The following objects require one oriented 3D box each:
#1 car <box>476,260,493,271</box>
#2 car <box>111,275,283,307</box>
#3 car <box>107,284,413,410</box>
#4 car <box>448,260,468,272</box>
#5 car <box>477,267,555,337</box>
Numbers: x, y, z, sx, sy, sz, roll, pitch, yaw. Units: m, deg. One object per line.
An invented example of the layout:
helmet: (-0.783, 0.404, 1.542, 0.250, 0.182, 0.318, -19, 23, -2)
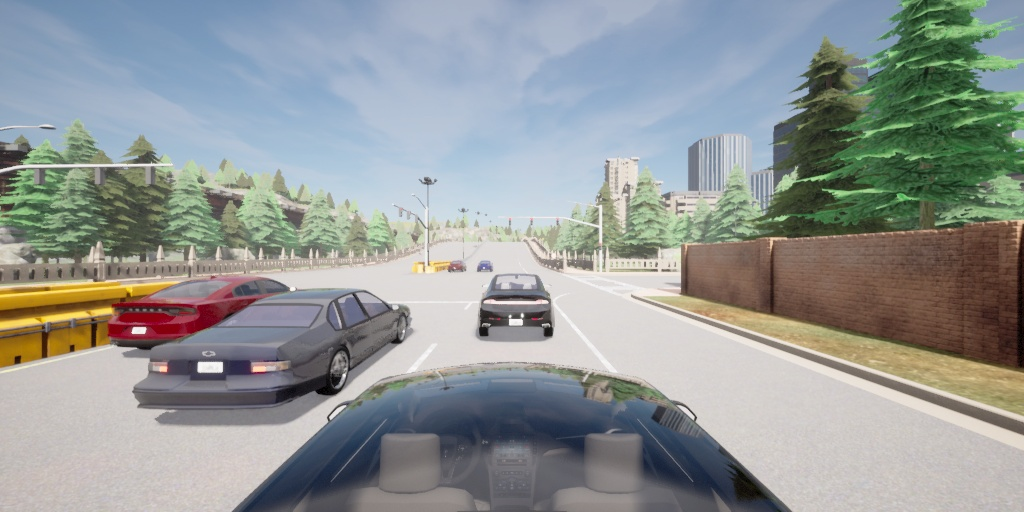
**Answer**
car: (-3.391, 1.272, 45.745, 1.812, 1.442, 4.674, 0, 0, 0)
car: (-6.898, 1.227, 9.108, 1.882, 1.535, 5.008, 0, 0, 0)
car: (-3.398, 1.297, 6.544, 2.033, 1.411, 5.357, 0, 0, 0)
car: (-6.887, 1.272, 45.346, 1.812, 1.442, 4.674, 0, 0, 0)
car: (0.130, 1.241, 10.289, 2.128, 1.511, 4.902, 0, 0, 1)
